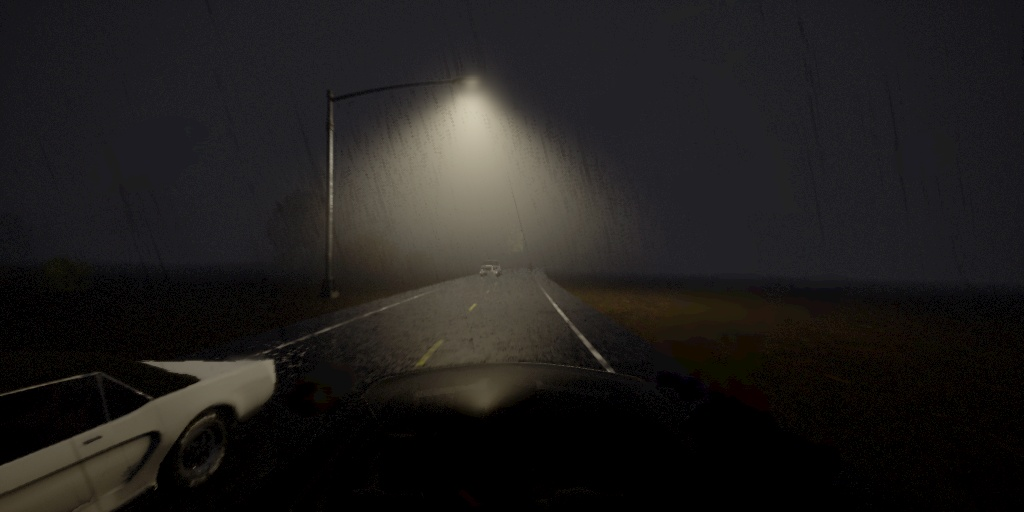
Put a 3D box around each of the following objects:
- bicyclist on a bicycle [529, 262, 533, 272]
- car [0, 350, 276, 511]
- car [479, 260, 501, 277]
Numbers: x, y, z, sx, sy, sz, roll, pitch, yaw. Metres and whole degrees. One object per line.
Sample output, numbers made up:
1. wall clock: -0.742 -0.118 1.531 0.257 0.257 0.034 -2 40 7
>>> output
1. bicyclist on a bicycle: 3.057 1.854 59.537 0.659 1.776 1.843 0 -1 4
2. car: -3.591 1.346 1.784 1.895 1.301 4.718 0 -1 0
3. car: -2.508 1.448 43.044 2.150 2.045 5.566 0 -1 3
